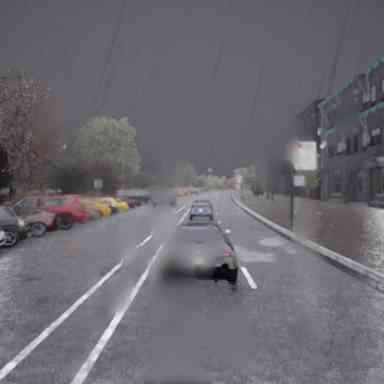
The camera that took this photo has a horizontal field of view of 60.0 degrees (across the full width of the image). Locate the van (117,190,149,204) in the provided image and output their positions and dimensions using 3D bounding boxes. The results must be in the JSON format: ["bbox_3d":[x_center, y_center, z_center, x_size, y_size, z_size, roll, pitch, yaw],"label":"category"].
[{"bbox_3d":[-8.015,0.777,43.471,4.442,1.987,1.878,-1,1,-16],"label":"van"}]

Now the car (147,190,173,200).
[{"bbox_3d":[-6.215,0.484,64.244,4.553,1.767,2.185,-1,1,-15],"label":"car"}]

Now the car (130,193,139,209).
[{"bbox_3d":[-8.425,1.179,34.616,5.008,1.535,2.097,-1,1,-17],"label":"car"}]

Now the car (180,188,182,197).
[{"bbox_3d":[-5.697,0.256,70.140,5.566,2.045,2.435,-1,1,-14],"label":"car"}]

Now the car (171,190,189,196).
[{"bbox_3d":[-3.261,0.211,90.768,4.674,1.452,2.002,-1,1,-13],"label":"car"}]

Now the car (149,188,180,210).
[{"bbox_3d":[-3.008,0.845,37.721,2.150,2.045,5.566,0,1,3],"label":"car"}]

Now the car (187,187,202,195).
[{"bbox_3d":[0.569,-0.001,78.376,1.882,1.535,5.008,0,1,6],"label":"car"}]

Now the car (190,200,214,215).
[{"bbox_3d":[0.783,1.386,27.041,2.033,1.411,5.357,0,1,3],"label":"car"}]

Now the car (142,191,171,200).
[{"bbox_3d":[-6.526,0.664,61.289,4.892,1.521,2.231,-1,1,-15],"label":"car"}]

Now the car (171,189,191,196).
[{"bbox_3d":[-3.063,0.123,93.673,5.366,1.575,1.946,-1,1,-13],"label":"car"}]

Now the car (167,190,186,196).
[{"bbox_3d":[-4.006,0.304,84.913,4.674,1.452,2.002,-1,1,-13],"label":"car"}]

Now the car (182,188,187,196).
[{"bbox_3d":[-4.526,0.352,79.060,5.366,1.575,1.946,-1,1,-14],"label":"car"}]

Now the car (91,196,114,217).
[{"bbox_3d":[-8.854,1.358,25.716,5.008,1.535,2.097,-1,1,-18],"label":"car"}]

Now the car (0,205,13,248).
[{"bbox_3d":[-9.313,1.269,10.867,5.566,2.045,2.435,-1,0,-19],"label":"car"}]

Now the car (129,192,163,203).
[{"bbox_3d":[-7.256,0.827,52.401,5.008,1.535,2.097,-1,1,-16],"label":"car"}]

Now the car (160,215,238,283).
[{"bbox_3d":[0.217,1.597,9.819,1.994,1.385,4.181,0,0,2],"label":"car"}]

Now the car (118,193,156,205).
[{"bbox_3d":[-7.707,0.941,46.482,5.008,1.535,2.097,-1,1,-16],"label":"car"}]

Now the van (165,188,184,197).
[{"bbox_3d":[-4.254,0.083,81.992,4.442,1.987,1.878,-1,1,-13],"label":"van"}]

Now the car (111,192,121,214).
[{"bbox_3d":[-8.759,1.174,28.679,4.553,1.767,2.185,-1,1,-17],"label":"car"}]

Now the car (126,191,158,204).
[{"bbox_3d":[-7.455,0.758,49.442,4.553,1.767,2.185,-1,1,-16],"label":"car"}]

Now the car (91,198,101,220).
[{"bbox_3d":[-8.987,1.412,22.750,4.892,1.521,2.231,-1,0,-18],"label":"car"}]

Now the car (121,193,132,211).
[{"bbox_3d":[-8.763,1.240,31.595,5.366,1.575,1.946,-1,1,-17],"label":"car"}]

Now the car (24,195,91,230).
[{"bbox_3d":[-9.116,1.203,19.758,5.566,2.045,2.435,-1,1,-18],"label":"car"}]

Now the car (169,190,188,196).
[{"bbox_3d":[-3.622,0.258,87.843,4.674,1.452,2.002,0,0,-13],"label":"car"}]

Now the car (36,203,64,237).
[{"bbox_3d":[-9.208,1.517,16.788,4.792,1.488,2.163,-1,1,-18],"label":"car"}]

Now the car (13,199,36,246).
[{"bbox_3d":[-9.237,1.383,13.837,4.553,1.767,2.185,-1,0,-19],"label":"car"}]

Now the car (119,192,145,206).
[{"bbox_3d":[-8.274,1.119,37.590,5.008,1.535,2.097,-1,1,-17],"label":"car"}]
